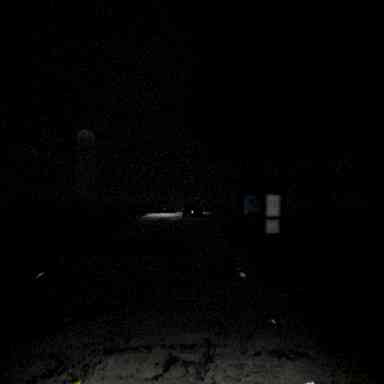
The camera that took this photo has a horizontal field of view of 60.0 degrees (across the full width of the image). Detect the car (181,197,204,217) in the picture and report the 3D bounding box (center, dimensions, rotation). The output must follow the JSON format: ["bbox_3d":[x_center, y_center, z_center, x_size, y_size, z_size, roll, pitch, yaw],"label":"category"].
[{"bbox_3d":[0.060,1.505,31.599,1.837,1.490,4.892,0,0,1],"label":"car"}]

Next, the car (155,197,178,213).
[{"bbox_3d":[-2.843,1.566,36.123,1.994,1.385,4.181,0,0,0],"label":"car"}]

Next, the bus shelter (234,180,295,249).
[{"bbox_3d":[3.144,0.872,15.255,1.920,2.740,3.880,1,1,0],"label":"bus shelter"}]

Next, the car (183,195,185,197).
[{"bbox_3d":[0.062,1.508,47.705,2.128,1.511,4.902,0,0,0],"label":"car"}]

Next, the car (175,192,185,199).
[{"bbox_3d":[-2.765,0.993,76.714,2.150,2.045,5.566,0,0,0],"label":"car"}]
